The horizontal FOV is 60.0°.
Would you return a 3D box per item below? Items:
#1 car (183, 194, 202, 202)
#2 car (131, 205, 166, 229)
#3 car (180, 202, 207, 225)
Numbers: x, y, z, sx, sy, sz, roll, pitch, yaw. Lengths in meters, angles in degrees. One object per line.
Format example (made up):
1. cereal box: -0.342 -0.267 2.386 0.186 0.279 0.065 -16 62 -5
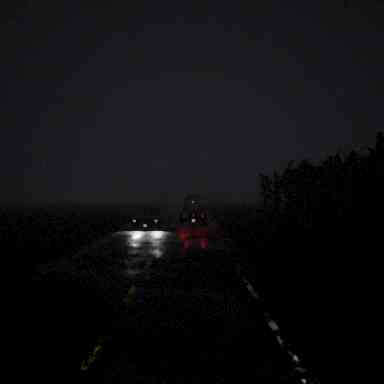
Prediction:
1. car: 0.100 1.298 41.399 2.150 2.045 5.566 0 -1 0
2. car: -2.749 1.597 22.177 2.033 1.411 5.357 0 0 0
3. car: 0.102 1.656 24.831 1.895 1.301 4.718 0 0 0
